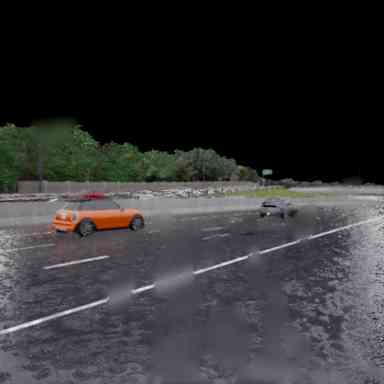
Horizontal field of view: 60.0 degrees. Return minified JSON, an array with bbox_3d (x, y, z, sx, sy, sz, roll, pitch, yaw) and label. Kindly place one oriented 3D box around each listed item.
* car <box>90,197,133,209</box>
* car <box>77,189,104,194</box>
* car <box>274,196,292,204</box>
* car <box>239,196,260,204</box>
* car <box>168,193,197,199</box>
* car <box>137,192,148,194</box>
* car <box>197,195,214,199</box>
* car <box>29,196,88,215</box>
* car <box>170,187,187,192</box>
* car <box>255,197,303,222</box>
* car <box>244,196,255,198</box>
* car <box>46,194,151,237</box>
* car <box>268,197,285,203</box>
[{"bbox_3d":[-9.352,1.238,39.054,1.895,1.301,4.718,1,0,39],"label":"car"},{"bbox_3d":[-15.531,0.553,49.900,2.150,2.045,5.566,1,1,23],"label":"car"},{"bbox_3d":[18.657,1.690,68.092,1.837,1.490,4.892,1,-1,39],"label":"car"},{"bbox_3d":[11.155,1.509,64.360,1.837,1.490,4.892,1,-1,39],"label":"car"},{"bbox_3d":[-1.939,1.237,42.676,1.837,1.490,4.892,1,0,39],"label":"car"},{"bbox_3d":[-9.460,0.615,64.073,1.994,1.385,4.181,1,2,24],"label":"car"},{"bbox_3d":[1.987,1.304,53.058,1.837,1.490,4.892,1,-1,39],"label":"car"},{"bbox_3d":[-12.034,1.168,30.163,1.812,1.442,4.674,1,0,39],"label":"car"},{"bbox_3d":[-3.100,-0.097,77.826,2.150,2.045,5.566,1,2,26],"label":"car"},{"bbox_3d":[6.942,1.372,25.507,2.128,1.511,4.902,1,0,39],"label":"car"},{"bbox_3d":[10.361,1.502,57.828,2.033,1.411,5.357,1,0,41],"label":"car"},{"bbox_3d":[-4.526,1.150,16.853,2.097,1.767,4.553,1,0,39],"label":"car"},{"bbox_3d":[18.716,1.794,73.745,1.994,1.385,4.181,1,-1,39],"label":"car"}]
